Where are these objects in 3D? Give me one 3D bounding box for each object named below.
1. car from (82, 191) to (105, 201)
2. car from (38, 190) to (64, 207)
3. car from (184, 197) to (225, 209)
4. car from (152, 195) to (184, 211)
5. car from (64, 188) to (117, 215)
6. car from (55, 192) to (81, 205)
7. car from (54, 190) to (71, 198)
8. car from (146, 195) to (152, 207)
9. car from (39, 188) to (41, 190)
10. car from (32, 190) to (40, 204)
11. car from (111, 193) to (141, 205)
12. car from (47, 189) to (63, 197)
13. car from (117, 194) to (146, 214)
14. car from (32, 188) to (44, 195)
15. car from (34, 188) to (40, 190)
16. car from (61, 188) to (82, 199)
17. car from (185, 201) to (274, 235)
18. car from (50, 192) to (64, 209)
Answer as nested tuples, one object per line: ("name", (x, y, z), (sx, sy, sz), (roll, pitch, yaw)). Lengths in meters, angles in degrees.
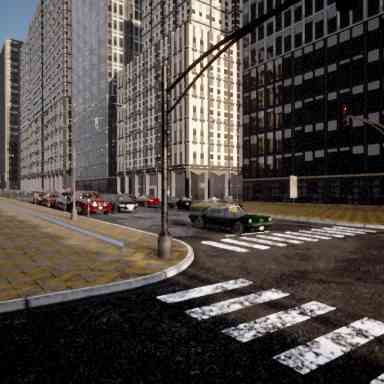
("car", (-14.896, 0.643, 50.300), (1.947, 1.339, 4.313), (1, 0, -36))
("car", (-15.030, 0.860, 36.273), (1.887, 1.381, 4.507), (1, 0, -36))
("car", (1.642, 1.124, 27.798), (1.752, 1.417, 4.829), (1, 0, -36))
("car", (-1.641, 1.063, 32.145), (1.947, 1.339, 4.313), (1, 0, -36))
("car", (-8.398, 0.840, 27.195), (2.192, 1.841, 5.009), (1, 0, -36))
("car", (-15.451, 0.752, 41.260), (1.812, 1.442, 4.674), (0, 1, -36))
("car", (-24.937, 0.287, 64.053), (1.752, 1.417, 4.829), (1, 0, -36))
("car", (-4.955, 0.974, 36.683), (1.802, 1.307, 4.206), (1, 0, -36))
("car", (-31.465, 0.101, 72.993), (1.887, 1.381, 4.507), (1, 0, -36))
("car", (-18.345, 0.792, 40.811), (1.802, 1.307, 4.206), (1, 0, -36))
("car", (-8.269, 0.853, 41.222), (1.947, 1.339, 4.313), (1, 0, -36))
("car", (-28.151, 0.211, 68.454), (2.008, 1.369, 4.403), (1, 0, -36))
("car", (-6.337, 1.007, 28.738), (2.128, 1.511, 4.902), (0, 1, -36))
("car", (-38.090, -0.211, 82.069), (1.967, 1.590, 4.097), (1, 0, -36))
("car", (-34.777, -0.107, 77.531), (1.967, 1.590, 4.097), (1, 0, -36))
("car", (-21.518, 0.184, 59.375), (2.192, 1.841, 5.009), (1, 0, -36))
("car", (1.951, 1.377, 17.584), (1.895, 1.301, 4.718), (0, 1, -38))
("car", (-11.718, 0.986, 31.735), (1.947, 1.339, 4.313), (1, 0, -36))
